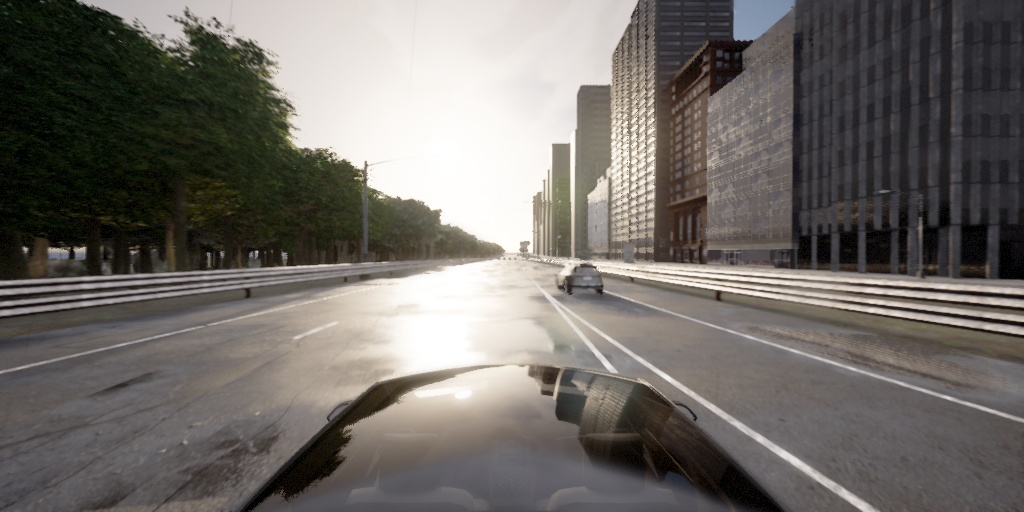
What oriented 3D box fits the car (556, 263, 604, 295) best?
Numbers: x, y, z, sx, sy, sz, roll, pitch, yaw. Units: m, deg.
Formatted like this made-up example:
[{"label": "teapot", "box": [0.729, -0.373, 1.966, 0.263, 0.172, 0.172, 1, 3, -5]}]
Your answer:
[{"label": "car", "box": [3.696, 1.199, 20.042, 2.033, 1.649, 4.856, 0, 0, -1]}]
